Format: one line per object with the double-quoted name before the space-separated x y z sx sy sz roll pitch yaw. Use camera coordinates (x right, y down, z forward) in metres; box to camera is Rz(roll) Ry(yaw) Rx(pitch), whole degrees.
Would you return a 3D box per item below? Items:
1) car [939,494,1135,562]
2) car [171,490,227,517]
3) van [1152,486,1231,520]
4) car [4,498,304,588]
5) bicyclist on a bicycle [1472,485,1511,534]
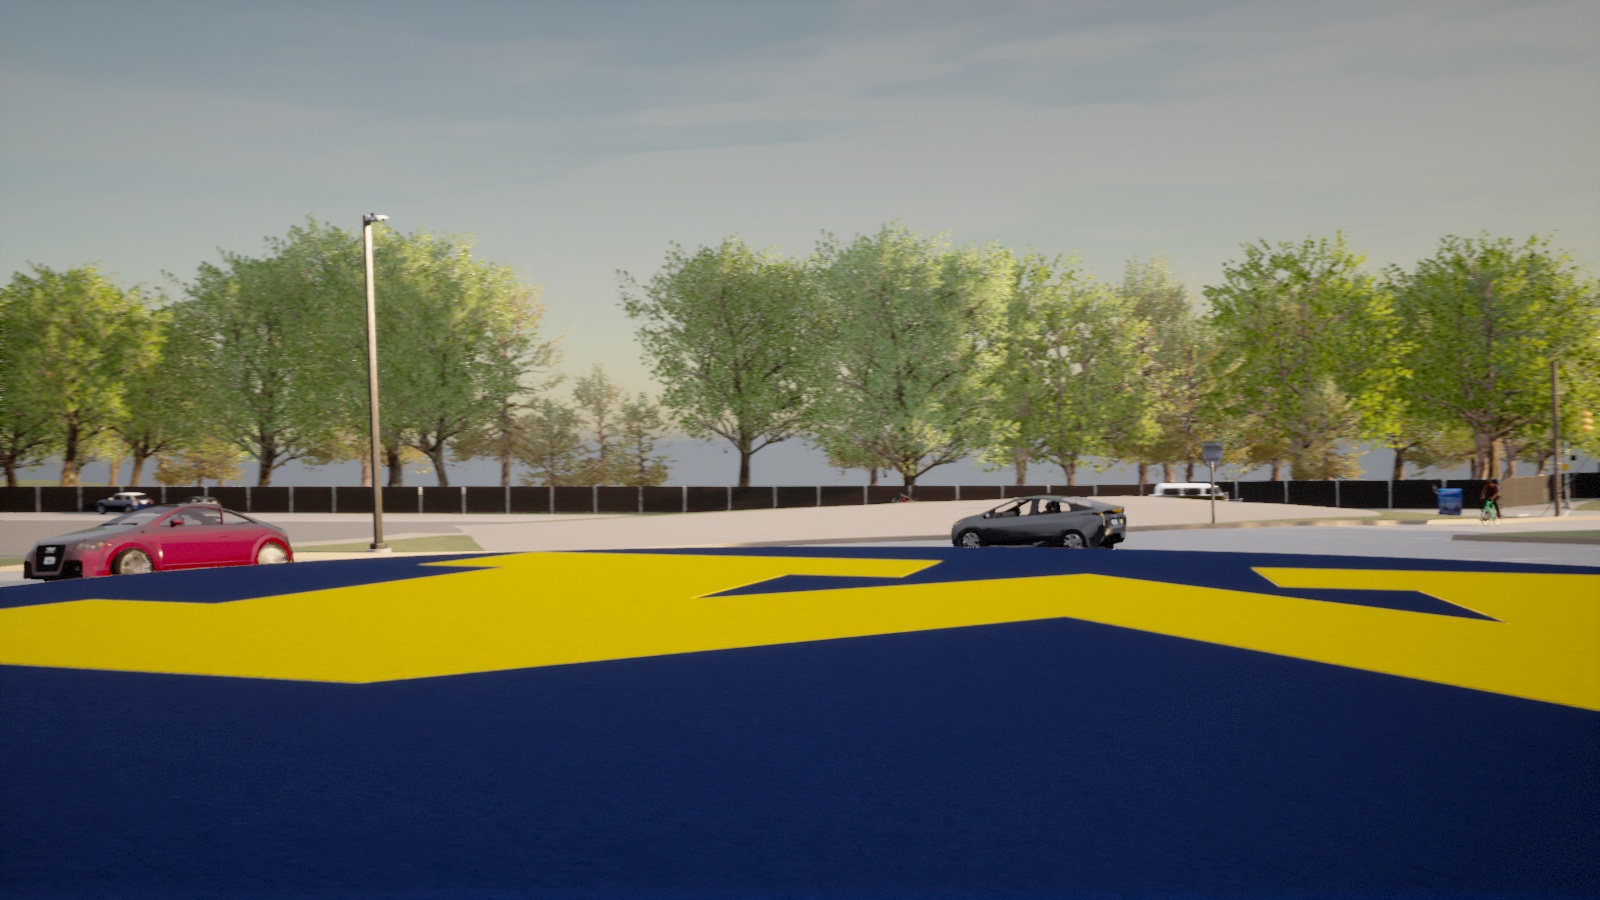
"car" 6.081 1.947 32.405 4.514 1.525 2.007 -1 0 37
"car" -39.773 3.540 83.103 3.705 1.549 1.789 1 1 36
"van" 24.496 3.302 78.703 4.480 2.038 2.069 -1 1 10
"car" -10.960 1.552 21.608 1.994 1.385 4.181 -3 -4 29
"bicyclist on a bicycle" 23.427 1.992 42.534 1.656 1.620 0.582 2 -2 -40
